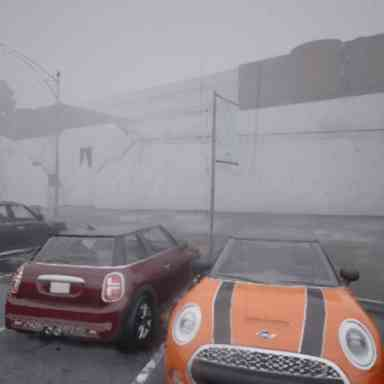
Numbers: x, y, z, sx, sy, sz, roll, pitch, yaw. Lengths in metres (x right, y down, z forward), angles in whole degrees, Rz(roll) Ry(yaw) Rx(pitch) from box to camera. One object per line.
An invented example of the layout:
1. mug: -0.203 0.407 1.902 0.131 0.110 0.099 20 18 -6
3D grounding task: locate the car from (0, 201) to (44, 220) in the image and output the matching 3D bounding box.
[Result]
1. car: -6.136 1.281 10.205 2.435 2.045 5.566 0 -1 16

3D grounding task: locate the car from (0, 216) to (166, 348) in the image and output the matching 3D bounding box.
1. car: -1.261 1.377 6.660 2.185 1.767 4.553 0 -1 15

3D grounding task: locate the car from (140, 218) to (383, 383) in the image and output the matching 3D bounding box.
1. car: 1.206 1.368 4.978 2.185 1.767 4.553 0 -1 15
